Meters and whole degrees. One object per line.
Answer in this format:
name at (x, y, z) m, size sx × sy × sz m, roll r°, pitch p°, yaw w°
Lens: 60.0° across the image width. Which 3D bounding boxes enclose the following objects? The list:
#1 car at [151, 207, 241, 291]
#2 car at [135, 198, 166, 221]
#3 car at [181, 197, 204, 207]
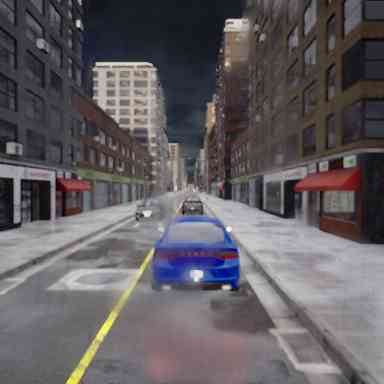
car at (0.083, 1.377, 8.761) m, size 1.882 × 1.535 × 5.008 m, roll 0°, pitch 1°, yaw 0°
car at (-2.894, 1.220, 23.995) m, size 2.128 × 1.511 × 4.902 m, roll 0°, pitch 1°, yaw 0°
car at (0.044, 1.156, 29.889) m, size 2.128 × 1.511 × 4.902 m, roll 0°, pitch 1°, yaw 0°
